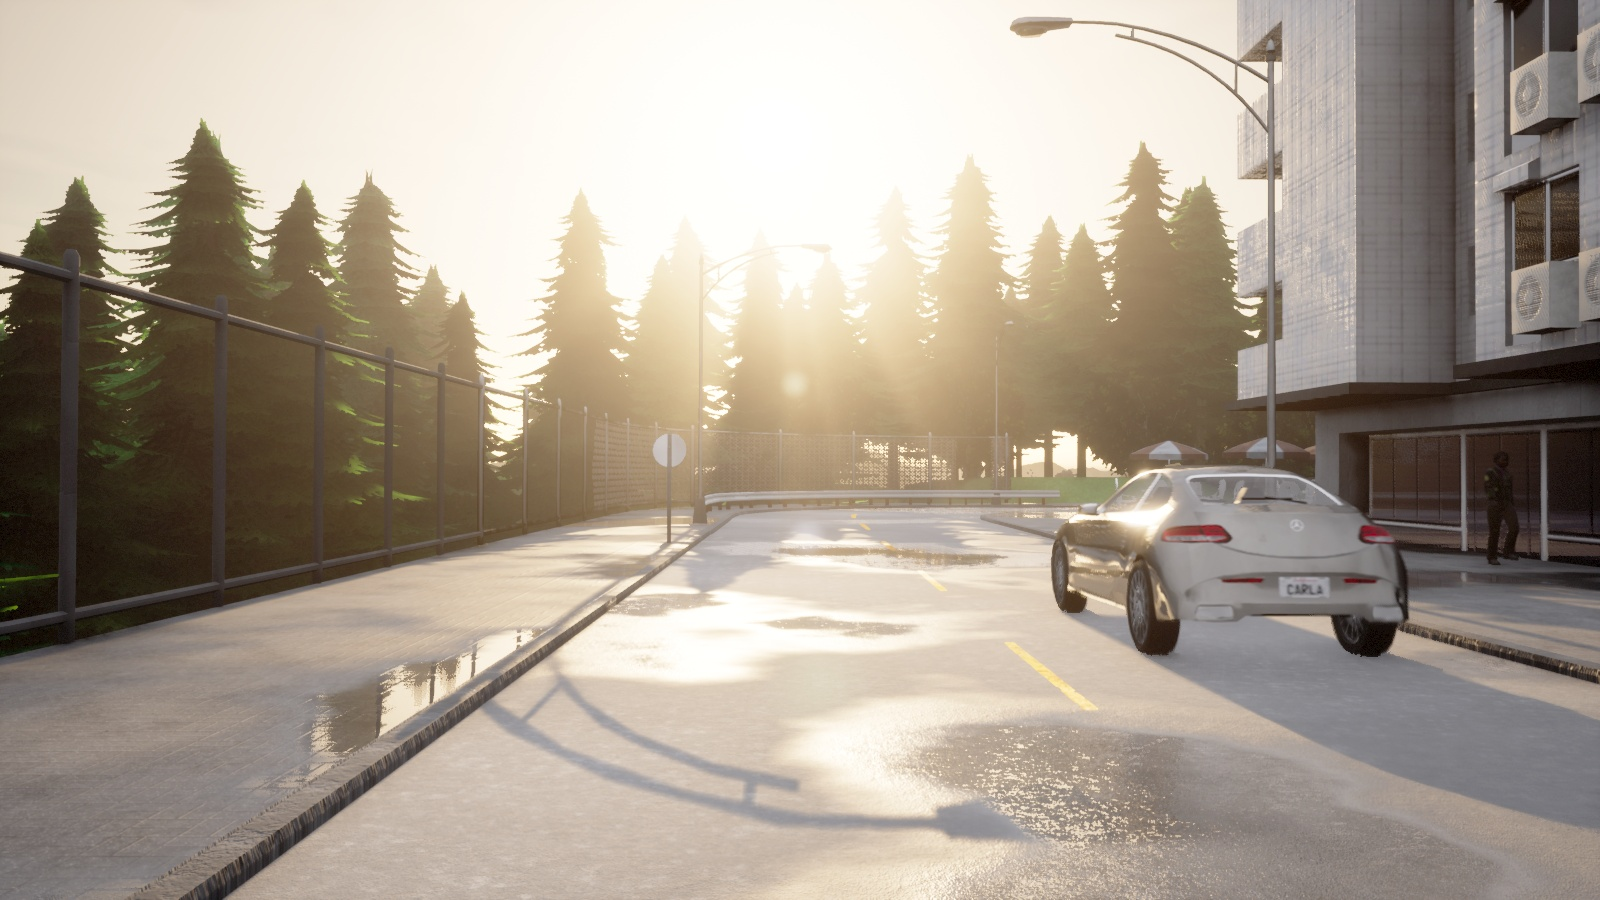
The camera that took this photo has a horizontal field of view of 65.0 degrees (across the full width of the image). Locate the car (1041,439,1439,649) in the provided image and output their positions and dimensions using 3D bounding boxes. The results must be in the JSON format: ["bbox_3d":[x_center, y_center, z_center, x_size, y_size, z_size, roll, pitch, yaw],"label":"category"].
[{"bbox_3d":[3.961,0.786,12.445,2.152,1.651,5.027,0,-1,0],"label":"car"}]

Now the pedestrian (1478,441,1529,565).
[{"bbox_3d":[11.191,0.830,19.976,0.395,1.930,0.692,0,-1,0],"label":"pedestrian"}]
